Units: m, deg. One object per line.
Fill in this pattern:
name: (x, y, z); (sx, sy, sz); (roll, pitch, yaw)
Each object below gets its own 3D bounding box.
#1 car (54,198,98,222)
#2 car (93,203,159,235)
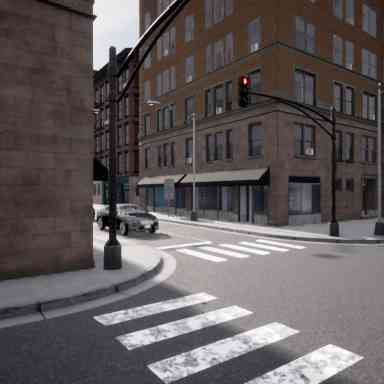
car: (-9.110, 1.323, 25.863); (1.882, 1.535, 5.008); (0, 0, -36)
car: (-3.624, 1.395, 18.153); (2.128, 1.511, 4.902); (0, 0, -37)
